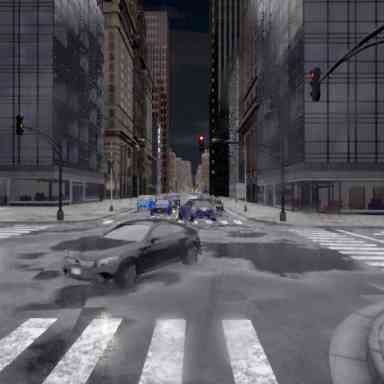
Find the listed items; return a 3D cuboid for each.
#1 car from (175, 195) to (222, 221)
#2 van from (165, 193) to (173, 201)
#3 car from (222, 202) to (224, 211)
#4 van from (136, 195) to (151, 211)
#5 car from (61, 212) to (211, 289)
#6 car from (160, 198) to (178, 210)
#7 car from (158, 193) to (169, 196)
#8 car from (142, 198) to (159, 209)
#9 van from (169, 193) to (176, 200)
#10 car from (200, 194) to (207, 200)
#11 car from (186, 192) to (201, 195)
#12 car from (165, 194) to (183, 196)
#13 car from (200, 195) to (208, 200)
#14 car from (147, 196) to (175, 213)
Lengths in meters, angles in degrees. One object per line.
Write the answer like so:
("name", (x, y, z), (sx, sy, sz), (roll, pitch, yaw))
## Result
("car", (0.373, 1.334, 26.358), (2.097, 1.767, 4.553), (0, 0, -15))
("van", (-5.439, 1.217, 79.914), (1.690, 1.788, 3.998), (0, 0, 0))
("car", (2.856, 1.530, 40.325), (1.947, 1.339, 4.313), (0, 0, 0))
("van", (-5.668, 1.306, 40.372), (1.690, 1.788, 3.998), (0, 0, 0))
("car", (-1.420, 1.521, 9.481), (1.812, 1.442, 4.674), (-1, 0, 31))
("car", (-2.876, 1.525, 42.834), (1.994, 1.385, 4.181), (0, 0, 1))
("car", (-5.571, 1.375, 57.319), (1.967, 1.590, 4.097), (0, 0, 0))
("car", (-5.637, 1.538, 46.022), (1.802, 1.307, 4.206), (0, 0, 0))
("van", (-5.374, 1.183, 91.210), (1.690, 1.788, 3.998), (0, 0, 0))
("car", (3.149, 1.392, 91.165), (2.008, 1.369, 4.403), (0, 0, 0))
("car", (0.376, 1.121, 72.691), (2.150, 2.045, 5.566), (0, 0, 0))
("car", (-2.748, 1.490, 53.187), (2.033, 1.411, 5.357), (0, 0, 1))
("car", (3.117, 1.440, 85.517), (1.802, 1.307, 4.206), (0, 0, 0))
("car", (-2.948, 1.452, 32.875), (1.882, 1.535, 5.008), (0, 0, 0))
